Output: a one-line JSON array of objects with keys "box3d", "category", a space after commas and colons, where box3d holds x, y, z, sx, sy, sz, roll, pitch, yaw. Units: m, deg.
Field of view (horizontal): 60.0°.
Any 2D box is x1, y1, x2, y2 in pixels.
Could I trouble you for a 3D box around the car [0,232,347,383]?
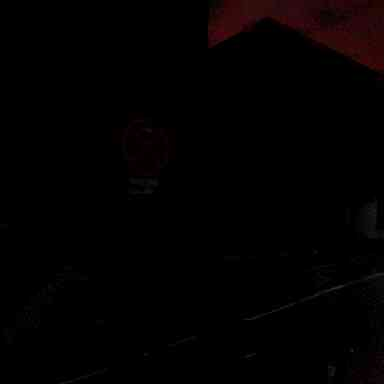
[{"box3d": [-0.607, 1.353, 3.078, 4.553, 1.767, 2.097, 0, 0, -36], "category": "car"}]
